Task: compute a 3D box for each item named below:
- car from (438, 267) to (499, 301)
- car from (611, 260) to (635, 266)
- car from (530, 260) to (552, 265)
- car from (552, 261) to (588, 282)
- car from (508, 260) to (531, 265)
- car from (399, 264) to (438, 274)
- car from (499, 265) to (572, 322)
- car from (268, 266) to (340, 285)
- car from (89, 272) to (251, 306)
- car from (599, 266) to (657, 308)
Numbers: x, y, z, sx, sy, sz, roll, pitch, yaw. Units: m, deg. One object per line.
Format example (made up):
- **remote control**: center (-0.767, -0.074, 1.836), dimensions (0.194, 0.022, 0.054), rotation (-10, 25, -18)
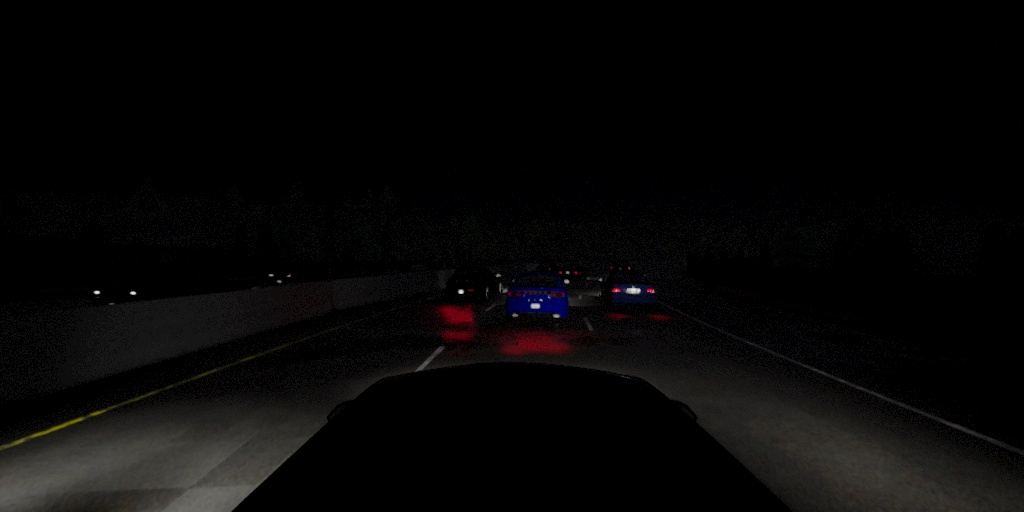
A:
- **car**: center (-1.745, 1.277, 17.686), dimensions (1.837, 1.490, 4.892), rotation (0, 0, 10)
- **car**: center (10.681, 1.176, 34.616), dimensions (2.097, 1.767, 4.553), rotation (0, 0, 22)
- **car**: center (3.638, 1.351, 35.947), dimensions (1.812, 1.442, 4.674), rotation (0, 0, 22)
- **car**: center (5.216, 1.360, 30.461), dimensions (2.033, 1.411, 5.357), rotation (0, 0, 20)
- **car**: center (1.215, 1.372, 54.639), dimensions (1.882, 1.535, 5.008), rotation (0, -1, 32)
- **car**: center (-6.855, 1.311, 27.425), dimensions (1.812, 1.442, 4.674), rotation (0, 0, 16)
- **car**: center (0.964, 1.248, 12.457), dimensions (1.882, 1.535, 5.008), rotation (0, 0, 7)
- **car**: center (-14.622, 1.362, 25.463), dimensions (1.895, 1.301, 4.718), rotation (0, 0, 14)
- **car**: center (-13.124, 1.327, 14.222), dimensions (1.895, 1.301, 4.718), rotation (0, 0, 8)
- **car**: center (4.920, 1.334, 15.667), dimensions (2.033, 1.411, 5.357), rotation (0, 0, 10)
